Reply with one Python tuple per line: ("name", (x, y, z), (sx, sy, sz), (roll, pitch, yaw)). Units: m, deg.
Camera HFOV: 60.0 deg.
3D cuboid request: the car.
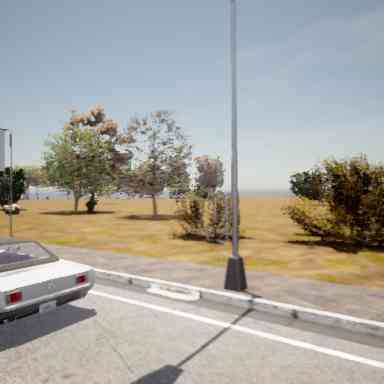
("car", (-4.240, 1.595, 6.668), (4.718, 1.301, 1.895), (0, 0, 33))
